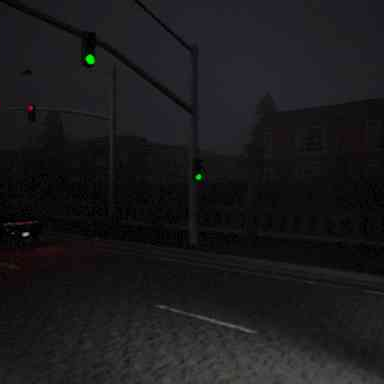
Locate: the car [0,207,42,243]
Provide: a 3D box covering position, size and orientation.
[{"bbox_3d":[-8.415,1.411,14.295,4.902,1.511,2.128,0,0,36],"label":"car"}]
